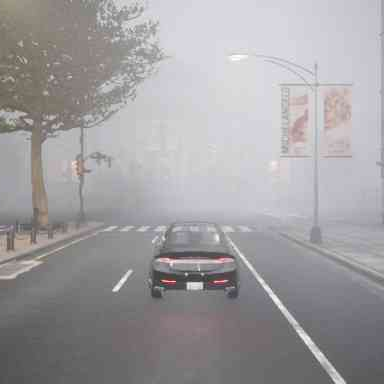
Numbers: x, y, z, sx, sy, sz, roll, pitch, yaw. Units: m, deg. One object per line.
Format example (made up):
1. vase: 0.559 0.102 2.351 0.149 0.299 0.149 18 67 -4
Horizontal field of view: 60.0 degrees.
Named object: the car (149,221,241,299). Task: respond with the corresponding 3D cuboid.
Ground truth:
1. car: 0.064 1.491 8.465 2.128 1.511 4.902 0 0 0
